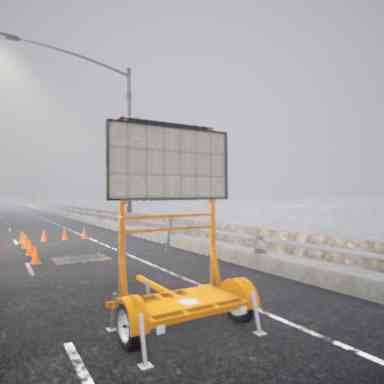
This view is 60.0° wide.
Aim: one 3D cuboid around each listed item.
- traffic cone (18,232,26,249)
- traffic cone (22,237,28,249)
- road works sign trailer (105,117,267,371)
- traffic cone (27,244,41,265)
[{"bbox_3d":[-7.386,2.187,14.745,0.340,0.580,0.340,0,-1,-31],"label":"traffic cone"},{"bbox_3d":[-6.357,2.159,13.030,0.340,0.580,0.340,0,-1,-31],"label":"traffic cone"},{"bbox_3d":[-0.463,0.545,6.094,2.380,3.560,2.880,0,-1,-31],"label":"road works sign trailer"},{"bbox_3d":[-5.329,2.132,11.314,0.340,0.580,0.340,0,-1,-31],"label":"traffic cone"}]
